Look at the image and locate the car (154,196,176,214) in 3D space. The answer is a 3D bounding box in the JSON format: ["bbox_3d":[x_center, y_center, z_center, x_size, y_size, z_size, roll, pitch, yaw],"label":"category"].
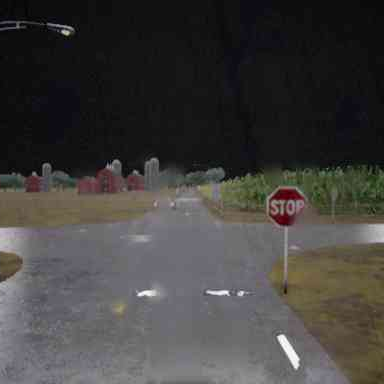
[{"bbox_3d":[-2.754,1.230,34.667,2.097,1.767,4.553,0,0,0],"label":"car"}]
